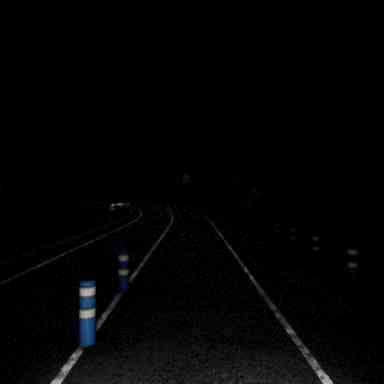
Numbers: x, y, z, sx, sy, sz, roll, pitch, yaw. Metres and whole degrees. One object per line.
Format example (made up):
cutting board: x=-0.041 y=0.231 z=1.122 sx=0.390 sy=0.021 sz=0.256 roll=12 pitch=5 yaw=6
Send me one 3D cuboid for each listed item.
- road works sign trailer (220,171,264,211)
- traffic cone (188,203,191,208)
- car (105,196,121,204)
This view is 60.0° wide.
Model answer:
road works sign trailer: x=5.200 y=0.135 z=33.022 sx=3.560 sy=2.380 sz=2.880 roll=39 pitch=3 yaw=34
traffic cone: x=-0.360 y=1.855 z=45.664 sx=0.340 sy=0.580 sz=0.340 roll=-1 pitch=1 yaw=-10
car: x=-15.399 y=1.482 z=64.539 sx=1.837 sy=1.490 sz=4.892 roll=-3 pitch=2 yaw=-33
